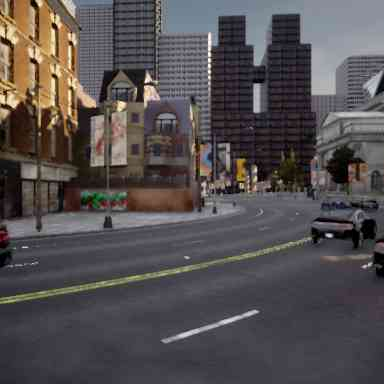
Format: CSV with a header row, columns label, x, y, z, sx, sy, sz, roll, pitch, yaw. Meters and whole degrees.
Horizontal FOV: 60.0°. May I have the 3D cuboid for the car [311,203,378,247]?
label,x,y,z,sx,sy,sz,roll,pitch,yaw
car,6.855,1.466,14.847,2.128,1.511,4.902,0,0,39

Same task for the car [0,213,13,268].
label,x,y,z,sx,sy,sz,roll,pitch,yaw
car,-7.043,1.207,7.230,5.566,2.045,2.150,0,0,-30

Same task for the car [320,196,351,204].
label,x,y,z,sx,sy,sz,roll,pitch,yaw
car,16.977,1.285,40.105,2.097,1.767,4.553,0,0,7

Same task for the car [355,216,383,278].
label,x,y,z,sx,sy,sz,roll,pitch,yaw
car,6.534,1.476,9.141,2.128,1.511,4.902,0,0,44

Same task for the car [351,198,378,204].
label,x,y,z,sx,sy,sz,roll,pitch,yaw
car,20.475,1.425,39.838,2.128,1.511,4.902,0,0,7
